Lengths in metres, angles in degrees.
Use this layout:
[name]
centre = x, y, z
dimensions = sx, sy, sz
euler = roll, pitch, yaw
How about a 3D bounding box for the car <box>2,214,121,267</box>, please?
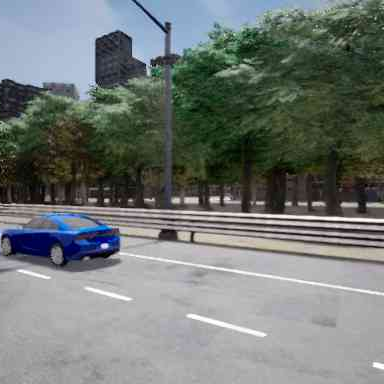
[car]
centre = -4.642, 1.498, 11.476
dimensions = 5.008, 1.535, 1.882
euler = 0, 0, 35
